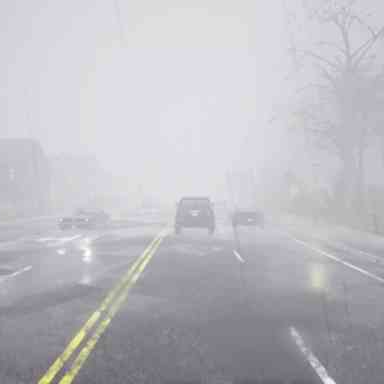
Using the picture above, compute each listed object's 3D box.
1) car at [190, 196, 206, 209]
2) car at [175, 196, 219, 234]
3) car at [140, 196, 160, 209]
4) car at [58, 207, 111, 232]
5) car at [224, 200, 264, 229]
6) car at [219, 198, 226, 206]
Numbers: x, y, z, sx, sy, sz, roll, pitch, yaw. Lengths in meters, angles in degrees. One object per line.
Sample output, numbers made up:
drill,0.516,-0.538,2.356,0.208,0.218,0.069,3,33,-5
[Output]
car,0.875,1.405,46.953,2.097,1.767,4.553,0,0,3
car,0.176,1.250,19.670,2.150,2.045,5.566,0,0,1
car,-5.766,1.410,46.124,2.097,1.767,4.553,0,0,3
car,-6.510,1.632,20.578,1.895,1.301,4.718,0,0,1
car,3.462,1.508,22.107,1.882,1.535,5.008,0,0,1
car,4.206,1.577,48.527,1.812,1.442,4.674,0,0,3
